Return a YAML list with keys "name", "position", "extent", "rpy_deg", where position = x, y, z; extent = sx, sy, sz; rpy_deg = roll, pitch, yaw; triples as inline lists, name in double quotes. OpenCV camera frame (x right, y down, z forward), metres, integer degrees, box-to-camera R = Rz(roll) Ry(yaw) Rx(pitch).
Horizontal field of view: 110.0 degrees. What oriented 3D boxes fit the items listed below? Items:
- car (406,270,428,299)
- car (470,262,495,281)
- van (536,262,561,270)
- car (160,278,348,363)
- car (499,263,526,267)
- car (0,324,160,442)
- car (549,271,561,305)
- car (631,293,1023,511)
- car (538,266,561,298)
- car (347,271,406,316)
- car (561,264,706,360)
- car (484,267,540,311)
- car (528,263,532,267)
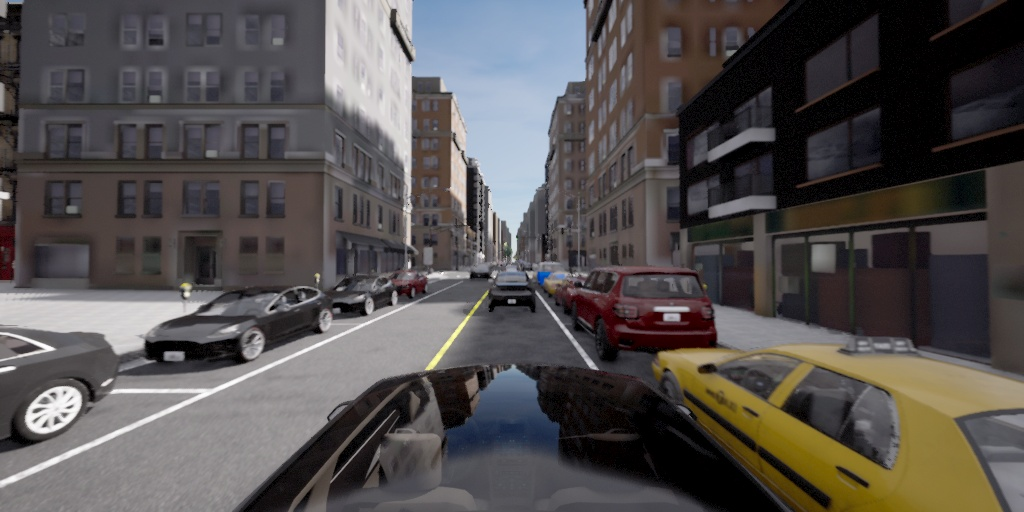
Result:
- name: "car"
  position: [-5.863, 1.482, 19.730]
  extent: [1.888, 1.381, 4.507]
  rpy_deg: [0, 0, 0]
- name: "car"
  position: [-3.040, 1.579, 35.662]
  extent: [1.882, 1.535, 5.008]
  rpy_deg: [0, -1, 1]
- name: "van"
  position: [2.661, 1.337, 25.403]
  extent: [1.690, 1.789, 3.998]
  rpy_deg: [0, 0, 0]
- name: "car"
  position: [-5.859, 1.385, 8.385]
  extent: [1.948, 1.339, 4.313]
  rpy_deg: [0, 0, 0]
- name: "car"
  position: [0.018, 1.576, 30.749]
  extent: [1.812, 1.442, 4.674]
  rpy_deg: [0, 0, 1]
- name: "car"
  position: [-5.857, 1.311, 2.712]
  extent: [2.007, 1.370, 4.403]
  rpy_deg: [0, 0, 0]
- name: "car"
  position: [2.665, 1.461, 14.056]
  extent: [1.802, 1.307, 4.207]
  rpy_deg: [0, 0, 0]
- name: "car"
  position: [2.669, 1.286, 2.880]
  extent: [1.751, 1.417, 4.829]
  rpy_deg: [0, 0, 0]
- name: "car"
  position: [2.663, 1.463, 19.900]
  extent: [1.751, 1.417, 4.829]
  rpy_deg: [0, 0, 0]
- name: "car"
  position: [-5.861, 1.444, 14.057]
  extent: [1.948, 1.339, 4.313]
  rpy_deg: [0, 0, 0]
- name: "car"
  position: [2.667, 1.135, 8.384]
  extent: [2.192, 1.841, 5.009]
  rpy_deg: [0, 0, 0]
- name: "car"
  position: [0.020, 1.399, 15.358]
  extent: [1.837, 1.490, 4.892]
  rpy_deg: [0, 0, 1]
- name: "car"
  position: [2.659, 1.579, 31.246]
  extent: [1.751, 1.417, 4.829]
  rpy_deg: [0, 0, 0]
